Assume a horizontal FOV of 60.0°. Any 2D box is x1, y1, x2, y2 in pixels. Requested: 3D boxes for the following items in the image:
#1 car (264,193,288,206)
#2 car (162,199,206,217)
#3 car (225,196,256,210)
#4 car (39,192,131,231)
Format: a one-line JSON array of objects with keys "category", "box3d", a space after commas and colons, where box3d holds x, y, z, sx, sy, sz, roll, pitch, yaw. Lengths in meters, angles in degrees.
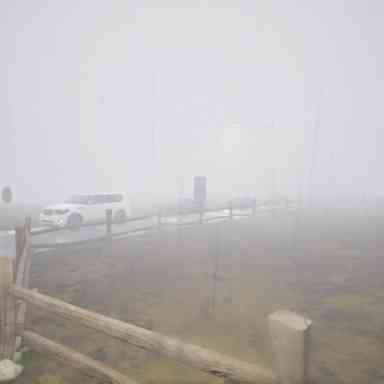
[{"category": "car", "box3d": [11.184, 0.940, 43.973, 1.882, 1.535, 5.008, 1, 1, 36]}, {"category": "car", "box3d": [-0.586, 1.265, 27.690, 1.994, 1.385, 4.181, 1, 1, 36]}, {"category": "car", "box3d": [5.283, 1.146, 35.837, 1.994, 1.385, 4.181, 1, 1, 36]}, {"category": "car", "box3d": [-6.142, 1.034, 19.917, 2.150, 2.045, 5.566, 1, 1, 35]}]
